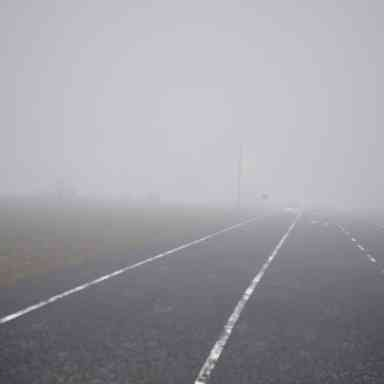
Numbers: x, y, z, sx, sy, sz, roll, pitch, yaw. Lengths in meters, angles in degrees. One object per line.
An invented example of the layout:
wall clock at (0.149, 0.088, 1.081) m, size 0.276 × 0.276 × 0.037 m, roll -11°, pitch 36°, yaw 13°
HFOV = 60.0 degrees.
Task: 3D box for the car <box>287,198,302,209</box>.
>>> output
car at (17.818, 2.215, 58.469) m, size 1.895 × 1.301 × 4.718 m, roll 3°, pitch 0°, yaw 20°
